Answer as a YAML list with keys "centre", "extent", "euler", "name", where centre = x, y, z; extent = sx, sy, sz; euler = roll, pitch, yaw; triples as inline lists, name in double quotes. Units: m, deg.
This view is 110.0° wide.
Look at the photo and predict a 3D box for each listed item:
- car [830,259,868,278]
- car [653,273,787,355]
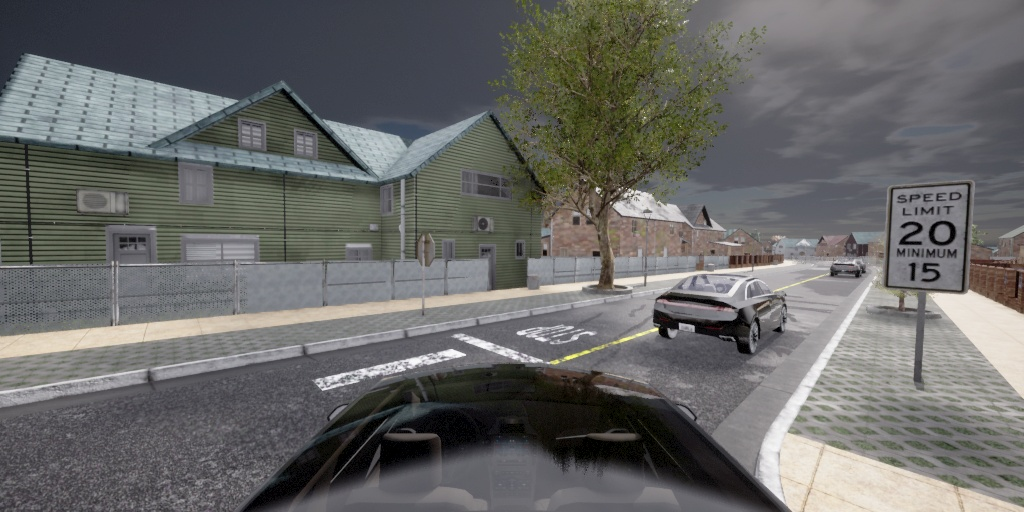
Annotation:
- centre: [29.471, 1.040, 31.588]
  extent: [4.902, 1.511, 2.128]
  euler: [0, 2, -43]
  name: "car"
- centre: [5.199, 1.181, 8.703]
  extent: [4.902, 1.511, 2.128]
  euler: [0, 2, -43]
  name: "car"
